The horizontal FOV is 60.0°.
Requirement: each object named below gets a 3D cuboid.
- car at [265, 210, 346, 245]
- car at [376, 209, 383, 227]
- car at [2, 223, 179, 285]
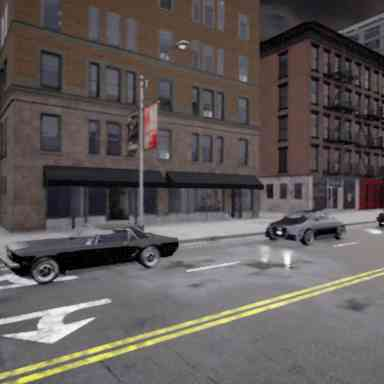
[{"bbox_3d":[5.347,1.563,15.512,4.181,1.385,1.994,0,0,-37],"label":"car"},{"bbox_3d":[13.830,1.501,21.532,4.892,1.490,1.837,0,0,-35],"label":"car"},{"bbox_3d":[-2.805,1.601,9.670,4.718,1.301,1.895,0,0,-36],"label":"car"}]
